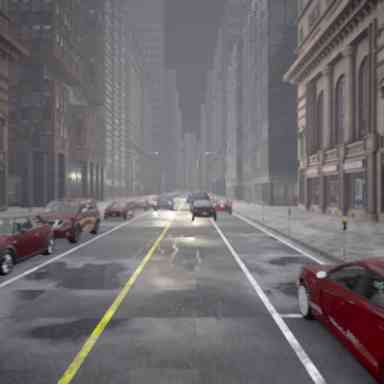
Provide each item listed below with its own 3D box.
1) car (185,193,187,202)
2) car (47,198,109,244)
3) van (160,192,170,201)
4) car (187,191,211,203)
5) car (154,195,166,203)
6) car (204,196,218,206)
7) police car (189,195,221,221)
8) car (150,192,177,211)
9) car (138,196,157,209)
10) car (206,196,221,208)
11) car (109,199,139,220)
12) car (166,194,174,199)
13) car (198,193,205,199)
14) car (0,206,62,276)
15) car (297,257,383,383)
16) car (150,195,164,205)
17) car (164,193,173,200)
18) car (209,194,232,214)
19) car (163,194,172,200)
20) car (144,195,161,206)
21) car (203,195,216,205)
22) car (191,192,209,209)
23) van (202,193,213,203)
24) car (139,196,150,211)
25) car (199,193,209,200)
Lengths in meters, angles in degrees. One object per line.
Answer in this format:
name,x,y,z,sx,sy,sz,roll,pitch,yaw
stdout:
car,0.005,1.272,60.410,1.994,1.385,4.181,0,0,0
car,-5.757,1.238,15.559,2.192,1.841,5.009,0,0,0
van,-5.753,0.997,71.577,1.690,1.788,3.998,0,0,0
car,0.824,1.047,36.073,2.150,2.045,5.566,0,0,-1
car,-5.755,1.253,60.375,1.887,1.381,4.507,0,0,0
car,2.770,1.306,49.179,1.887,1.381,4.507,0,0,0
police car,0.902,1.297,26.162,1.930,1.638,5.238,0,0,0
car,-3.090,1.173,36.865,2.097,1.767,4.553,0,0,0
car,-5.756,1.315,43.399,1.752,1.417,4.829,0,0,0
car,2.769,1.313,43.746,1.752,1.417,4.829,0,0,0
car,-5.757,1.413,26.764,1.887,1.381,4.507,0,0,0
car,-5.753,1.142,88.383,1.947,1.339,4.313,0,0,0
car,2.773,1.094,93.995,1.887,1.381,4.507,0,0,0
car,-5.758,1.391,9.958,1.967,1.590,4.097,0,0,0
car,2.766,1.523,4.362,1.887,1.381,4.507,0,0,0
car,-5.755,1.280,54.772,1.887,1.381,4.507,0,0,0
car,-5.753,1.043,82.781,1.967,1.590,4.097,0,0,0
car,2.769,1.282,32.371,1.967,1.590,4.097,0,0,0
car,-5.754,1.211,77.180,1.802,1.307,4.206,0,0,0
car,-5.755,1.202,49.170,1.967,1.590,4.097,0,0,0
car,2.770,1.280,54.780,1.887,1.381,4.507,0,0,0
car,0.904,1.020,42.082,2.150,2.045,5.566,0,0,0
van,2.771,1.049,60.382,1.690,1.788,3.998,0,0,0
car,-5.757,1.397,37.967,1.802,1.307,4.206,0,0,0
car,2.772,1.069,77.189,1.967,1.590,4.097,0,0,0
